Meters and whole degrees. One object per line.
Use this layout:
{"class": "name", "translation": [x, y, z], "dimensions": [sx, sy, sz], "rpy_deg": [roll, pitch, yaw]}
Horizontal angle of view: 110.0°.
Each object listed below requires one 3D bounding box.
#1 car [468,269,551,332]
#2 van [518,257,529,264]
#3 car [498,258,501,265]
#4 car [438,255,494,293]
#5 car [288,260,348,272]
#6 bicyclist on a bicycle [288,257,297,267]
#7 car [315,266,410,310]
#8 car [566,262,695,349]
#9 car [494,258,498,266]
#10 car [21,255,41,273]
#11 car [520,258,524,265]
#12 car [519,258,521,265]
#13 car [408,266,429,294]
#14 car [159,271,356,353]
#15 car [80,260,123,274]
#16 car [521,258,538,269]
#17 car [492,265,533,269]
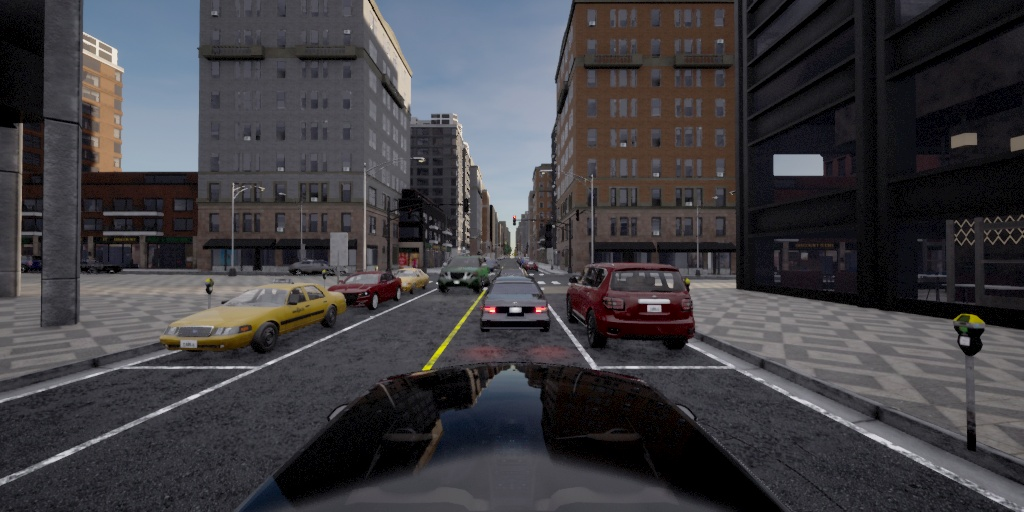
{"class": "car", "translation": [0.067, 1.299, 10.833], "dimensions": [2.033, 1.411, 5.357], "rpy_deg": [0, 0, 0]}
{"class": "van", "translation": [2.499, 1.108, 64.390], "dimensions": [1.690, 1.789, 3.998], "rpy_deg": [0, 0, 0]}
{"class": "car", "translation": [-3.231, 1.328, 56.651], "dimensions": [1.994, 1.385, 4.181], "rpy_deg": [0, 0, 0]}
{"class": "car", "translation": [-2.593, 0.977, 20.879], "dimensions": [2.150, 2.045, 5.566], "rpy_deg": [0, 0, 4]}
{"class": "car", "translation": [-16.926, 1.090, 31.491], "dimensions": [4.902, 1.511, 2.128], "rpy_deg": [1, -1, 0]}
{"class": "bicyclist on a bicycle", "translation": [-23.110, 0.909, 37.751], "dimensions": [0.582, 1.620, 1.656], "rpy_deg": [0, 0, 0]}
{"class": "car", "translation": [-5.892, 1.298, 14.712], "dimensions": [1.888, 1.381, 4.507], "rpy_deg": [0, 0, 0]}
{"class": "car", "translation": [2.649, 1.066, 9.102], "dimensions": [2.192, 1.841, 5.009], "rpy_deg": [0, 0, 0]}
{"class": "car", "translation": [-3.246, 1.308, 46.796], "dimensions": [2.033, 1.411, 5.357], "rpy_deg": [0, 0, -4]}
{"class": "car", "translation": [-47.615, 0.704, 34.735], "dimensions": [4.553, 1.767, 2.097], "rpy_deg": [1, -1, 1]}
{"class": "car", "translation": [2.530, 1.344, 53.043], "dimensions": [1.802, 1.307, 4.207], "rpy_deg": [0, 0, 0]}
{"class": "car", "translation": [2.514, 1.346, 58.717], "dimensions": [1.802, 1.307, 4.207], "rpy_deg": [0, 0, 0]}
{"class": "car", "translation": [-5.907, 1.279, 20.166], "dimensions": [1.751, 1.417, 4.829], "rpy_deg": [0, 0, 0]}
{"class": "car", "translation": [-5.876, 1.277, 8.917], "dimensions": [1.751, 1.417, 4.829], "rpy_deg": [0, 0, 0]}
{"class": "car", "translation": [-37.409, 1.015, 31.560], "dimensions": [4.718, 1.301, 1.895], "rpy_deg": [1, -1, 0]}
{"class": "car", "translation": [2.545, 1.343, 47.370], "dimensions": [1.802, 1.307, 4.207], "rpy_deg": [0, 0, 0]}
{"class": "car", "translation": [0.019, 1.355, 20.560], "dimensions": [1.895, 1.301, 4.718], "rpy_deg": [0, 0, 0]}
